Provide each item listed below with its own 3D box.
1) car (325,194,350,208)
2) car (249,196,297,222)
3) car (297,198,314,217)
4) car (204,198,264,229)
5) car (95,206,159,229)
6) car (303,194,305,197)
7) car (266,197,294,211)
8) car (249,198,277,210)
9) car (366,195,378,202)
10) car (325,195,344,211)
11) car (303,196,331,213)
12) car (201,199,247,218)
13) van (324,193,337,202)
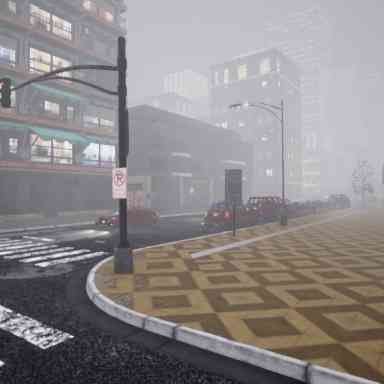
[{"bbox_3d":[19.081,1.167,43.245,2.192,1.841,5.009,-1,0,36],"label":"car"},{"bbox_3d":[5.830,1.216,25.219,2.192,1.841,5.009,-1,0,36],"label":"car"},{"bbox_3d":[9.146,1.471,29.724,1.802,1.307,4.206,-1,0,36],"label":"car"},{"bbox_3d":[2.519,1.353,20.712,1.967,1.590,4.097,-1,0,36],"label":"car"},{"bbox_3d":[-3.990,1.552,21.002,1.994,1.385,4.181,-1,0,36],"label":"car"},{"bbox_3d":[22.572,1.439,61.293,1.752,1.417,4.829,-1,0,36],"label":"car"},{"bbox_3d":[11.036,1.461,41.393,1.812,1.442,4.674,-1,0,37],"label":"car"},{"bbox_3d":[9.321,1.489,43.267,1.752,1.417,4.829,-1,0,36],"label":"car"},{"bbox_3d":[35.647,1.334,65.776,1.887,1.381,4.507,-1,0,36],"label":"car"},{"bbox_3d":[15.771,1.415,38.737,2.008,1.369,4.403,-1,0,36],"label":"car"},{"bbox_3d":[12.458,1.421,34.231,1.887,1.381,4.507,-1,0,36],"label":"car"},{"bbox_3d":[3.049,1.440,30.571,1.882,1.535,5.008,-1,-1,36],"label":"car"},{"bbox_3d":[29.297,1.229,70.444,1.690,1.788,3.998,-1,0,36],"label":"van"}]
